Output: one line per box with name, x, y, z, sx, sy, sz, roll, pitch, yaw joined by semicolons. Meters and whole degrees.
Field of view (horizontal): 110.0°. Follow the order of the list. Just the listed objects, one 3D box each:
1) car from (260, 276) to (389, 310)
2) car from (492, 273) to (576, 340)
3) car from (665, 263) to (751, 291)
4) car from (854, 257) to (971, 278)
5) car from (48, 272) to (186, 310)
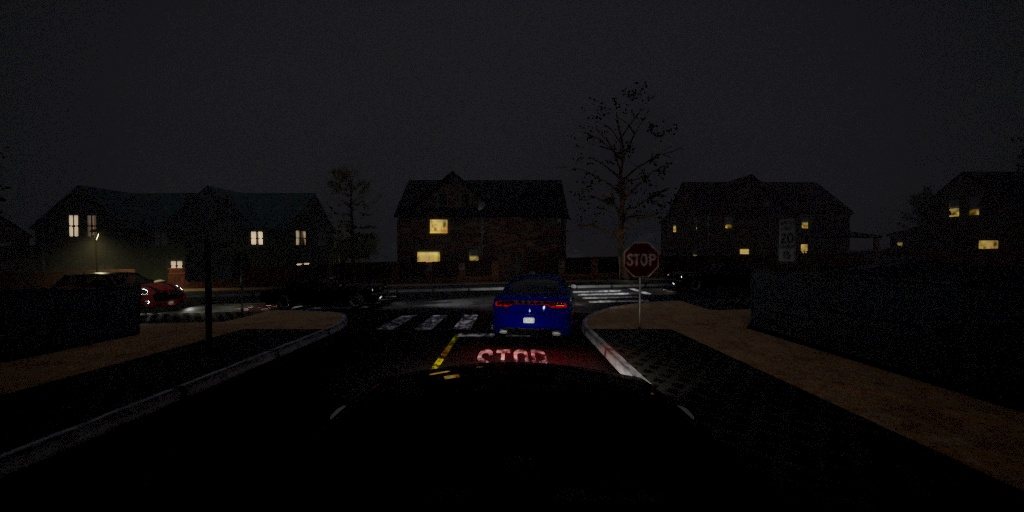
car;-7.823;1.506;15.314;4.718;1.301;1.895;-1;1;0
car;0.779;1.226;10.113;1.882;1.535;5.008;0;0;10
car;10.396;1.034;18.256;4.718;1.301;1.895;-1;1;-1
car;20.042;0.753;18.300;5.357;1.411;2.033;-1;1;0
car;-16.811;1.471;15.298;4.553;1.767;2.097;-1;1;0
